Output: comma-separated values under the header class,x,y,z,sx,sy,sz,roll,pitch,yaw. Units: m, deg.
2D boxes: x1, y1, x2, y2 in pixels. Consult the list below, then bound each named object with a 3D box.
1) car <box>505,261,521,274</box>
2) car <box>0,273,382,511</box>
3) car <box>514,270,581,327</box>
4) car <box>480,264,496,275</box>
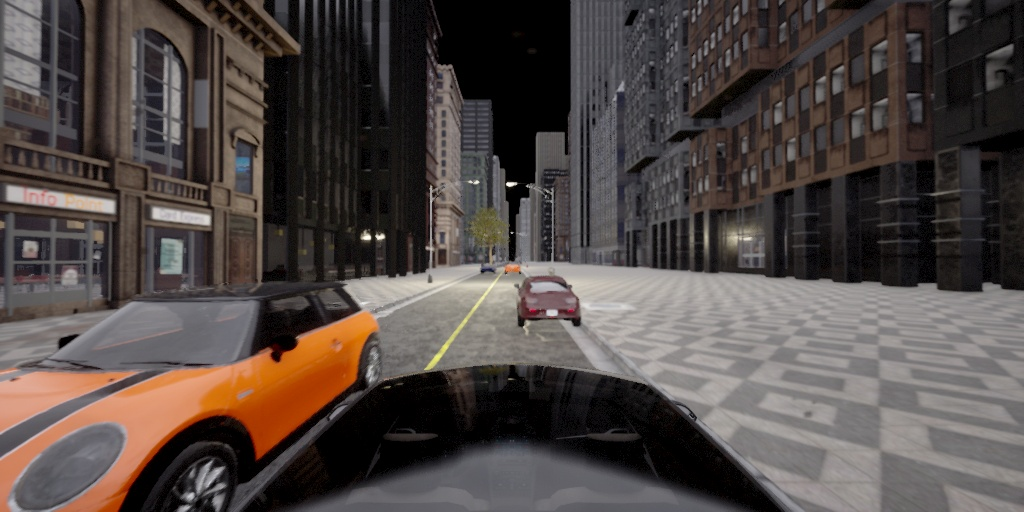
class,x,y,z,sx,sy,sz,roll,pitch,yaw
car,0.144,1.459,47.923,2.097,1.767,4.553,0,0,2
car,-3.100,1.117,3.765,2.097,1.767,4.553,0,0,0
car,1.062,1.349,11.758,1.812,1.442,4.674,0,0,0
car,-3.032,1.691,46.219,1.895,1.301,4.718,0,0,0
